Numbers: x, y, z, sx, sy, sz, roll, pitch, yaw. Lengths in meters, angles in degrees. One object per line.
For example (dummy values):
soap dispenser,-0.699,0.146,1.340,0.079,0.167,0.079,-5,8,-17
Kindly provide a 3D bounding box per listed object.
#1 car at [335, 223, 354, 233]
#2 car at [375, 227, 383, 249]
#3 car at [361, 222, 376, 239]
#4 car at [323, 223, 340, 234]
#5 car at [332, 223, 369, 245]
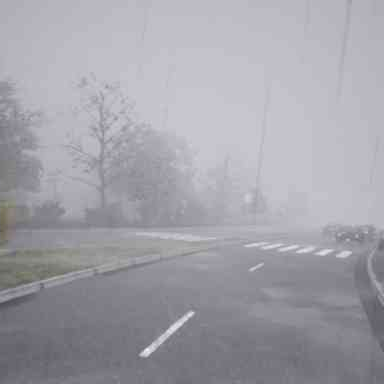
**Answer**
car,22.585,5.258,49.073,1.895,1.301,4.718,1,-4,32
car,14.185,3.317,23.213,2.002,1.452,4.674,3,-3,32
car,18.516,4.290,36.286,2.033,1.411,5.357,1,-4,32
car,17.378,4.468,40.613,1.994,1.385,4.181,1,-4,32
car,13.245,3.578,27.651,1.895,1.301,4.718,2,-4,31
